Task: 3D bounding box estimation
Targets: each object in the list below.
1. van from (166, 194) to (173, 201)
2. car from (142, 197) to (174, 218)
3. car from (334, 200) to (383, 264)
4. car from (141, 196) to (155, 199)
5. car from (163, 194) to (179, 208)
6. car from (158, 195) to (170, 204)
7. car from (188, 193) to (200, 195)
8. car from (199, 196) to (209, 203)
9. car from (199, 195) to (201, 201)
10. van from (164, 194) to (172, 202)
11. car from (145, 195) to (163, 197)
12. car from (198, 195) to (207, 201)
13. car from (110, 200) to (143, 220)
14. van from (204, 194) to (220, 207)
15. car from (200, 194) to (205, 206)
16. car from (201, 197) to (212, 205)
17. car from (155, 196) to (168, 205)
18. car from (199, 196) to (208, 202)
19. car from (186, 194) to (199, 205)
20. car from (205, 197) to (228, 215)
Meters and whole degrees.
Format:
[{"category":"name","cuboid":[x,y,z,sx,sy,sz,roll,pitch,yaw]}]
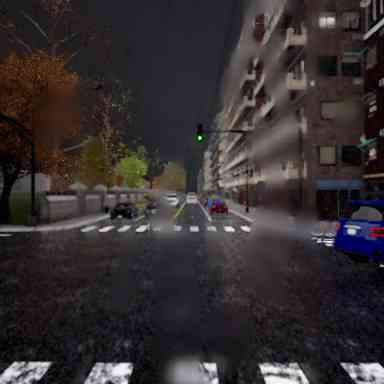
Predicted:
[{"category":"van","cuboid":[-5.707,1.416,84.739,1.690,1.788,3.998,0,0,0]},{"category":"car","cuboid":[-3.105,1.496,30.235,2.128,1.511,4.902,0,0,0]},{"category":"car","cuboid":[7.180,1.333,10.270,5.566,2.045,2.150,2,-1,-15]},{"category":"car","cuboid":[-5.696,1.536,39.529,1.752,1.417,4.829,0,0,0]},{"category":"car","cuboid":[-3.087,1.245,47.917,2.150,2.045,5.566,0,-1,0]},{"category":"car","cuboid":[-5.703,1.484,67.849,1.967,1.590,4.097,0,0,0]},{"category":"car","cuboid":[-0.014,1.253,67.604,2.150,2.045,5.566,0,0,0]},{"category":"car","cuboid":[2.675,1.604,73.481,2.008,1.369,4.403,0,0,0]},{"category":"car","cuboid":[2.679,1.580,56.591,2.008,1.369,4.403,0,0,0]},{"category":"van","cuboid":[-5.706,1.405,79.110,1.690,1.788,3.998,0,0,0]},{"category":"car","cuboid":[-5.698,1.331,45.329,2.192,1.841,5.009,0,0,0]},{"category":"car","cuboid":[2.673,1.515,84.741,1.967,1.590,4.097,0,0,0]},{"category":"car","cuboid":[-5.694,1.570,28.437,1.947,1.339,4.313,0,0,0]},{"category":"van","cuboid":[2.684,1.352,39.700,1.690,1.788,3.998,0,0,0]},{"category":"car","cuboid":[2.681,1.462,50.961,1.967,1.590,4.097,0,0,0]},{"category":"car","cuboid":[2.678,1.581,62.220,1.887,1.381,4.507,0,0,0]},{"category":"car","cuboid":[-5.702,1.476,62.220,1.967,1.590,4.097,0,0,0]},{"category":"car","cuboid":[2.674,1.608,79.111,1.887,1.381,4.507,0,0,0]},{"category":"car","cuboid":[-0.013,1.556,57.571,1.812,1.442,4.674,0,0,0]},{"category":"car","cuboid":[2.685,1.552,34.069,1.887,1.381,4.507,0,0,0]}]
